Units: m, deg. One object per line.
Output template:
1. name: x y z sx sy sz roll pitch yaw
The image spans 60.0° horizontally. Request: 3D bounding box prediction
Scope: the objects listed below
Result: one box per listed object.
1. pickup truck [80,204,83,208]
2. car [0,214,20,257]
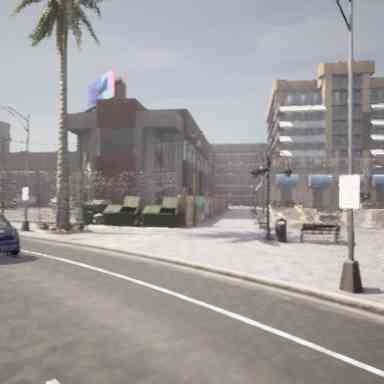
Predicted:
1. pickup truck: -10.277 1.823 36.982 2.390 2.098 6.274 0 -1 9
2. car: -8.648 1.552 12.893 4.553 1.767 2.097 0 -2 37
